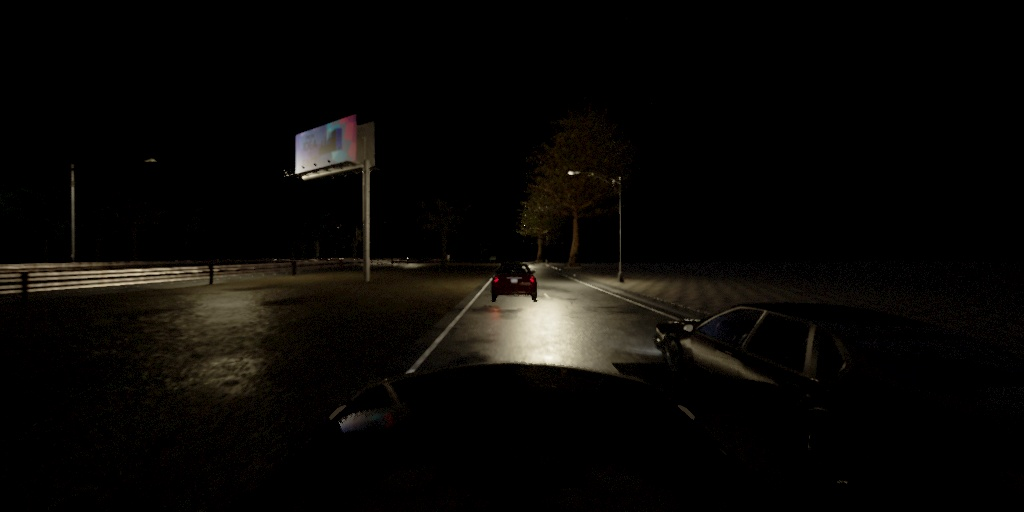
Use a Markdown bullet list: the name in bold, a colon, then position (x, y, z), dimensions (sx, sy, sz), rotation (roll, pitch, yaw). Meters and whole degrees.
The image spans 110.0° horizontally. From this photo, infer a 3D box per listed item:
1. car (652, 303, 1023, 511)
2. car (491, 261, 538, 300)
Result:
- **car**: position (3.600, 1.300, 4.403), dimensions (2.033, 1.411, 5.357), rotation (0, 0, 0)
- **car**: position (0.099, 1.108, 17.768), dimensions (2.097, 1.767, 4.553), rotation (0, 0, 0)
